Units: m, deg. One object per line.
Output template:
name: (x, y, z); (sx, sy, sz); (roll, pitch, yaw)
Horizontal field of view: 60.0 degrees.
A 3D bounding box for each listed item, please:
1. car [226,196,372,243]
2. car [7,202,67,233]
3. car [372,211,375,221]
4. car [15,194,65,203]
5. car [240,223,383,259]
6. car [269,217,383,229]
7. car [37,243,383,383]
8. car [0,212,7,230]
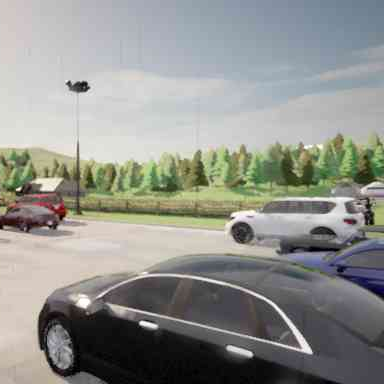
car: (4.155, 1.217, 13.929); (5.566, 2.045, 2.150); (0, 0, 36)
car: (-9.599, 1.506, 19.425); (4.674, 1.442, 1.812); (0, 0, 35)
car: (10.048, 1.209, 20.559); (1.905, 1.878, 3.866); (0, 0, 35)
car: (-11.864, 1.197, 25.357); (5.566, 2.045, 2.150); (0, 0, 35)
car: (3.415, 1.525, 5.856); (4.674, 1.442, 1.812); (0, 0, 36)
car: (4.810, 1.600, 9.163); (4.718, 1.301, 1.895); (0, 0, 35)
car: (0.119, 1.503, 3.907); (4.892, 1.490, 1.837); (0, 0, 36)
car: (-11.634, 1.472, 16.594); (4.902, 1.511, 2.128); (0, 0, 35)
